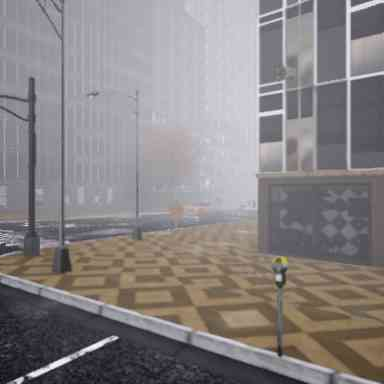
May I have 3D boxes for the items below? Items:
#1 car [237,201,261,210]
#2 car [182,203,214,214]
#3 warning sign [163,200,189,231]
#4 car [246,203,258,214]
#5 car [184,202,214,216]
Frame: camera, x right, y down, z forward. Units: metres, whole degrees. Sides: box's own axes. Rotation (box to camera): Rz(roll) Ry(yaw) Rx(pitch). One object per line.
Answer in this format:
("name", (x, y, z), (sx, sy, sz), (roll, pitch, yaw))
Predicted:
("car", (9.550, 2.151, 55.234), (2.033, 1.411, 5.357), (0, -1, 33))
("car", (0.920, 2.311, 47.977), (2.033, 1.411, 5.357), (0, -1, 33))
("warning sign", (-1.014, 1.465, 21.490), (1.300, 1.860, 1.060), (1, 1, 33))
("car", (9.445, 2.389, 48.981), (1.812, 1.442, 4.674), (0, -1, 33))
("car", (0.923, 2.027, 41.989), (2.097, 1.767, 4.553), (0, -1, 33))
